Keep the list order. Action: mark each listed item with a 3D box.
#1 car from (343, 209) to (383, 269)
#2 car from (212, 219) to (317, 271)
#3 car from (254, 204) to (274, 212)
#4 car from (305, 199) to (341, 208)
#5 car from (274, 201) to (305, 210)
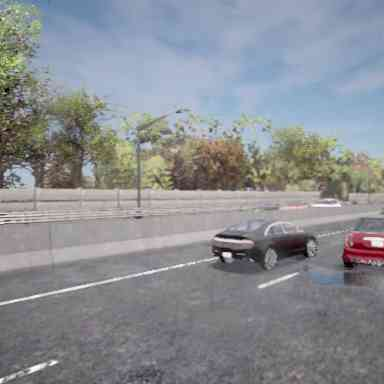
[{"bbox_3d":[6.740,1.500,10.954,2.097,1.767,4.553,-2,-2,44],"label":"car"},{"bbox_3d":[2.754,1.713,11.872,2.128,1.511,4.902,-2,-2,44],"label":"car"},{"bbox_3d":[10.225,2.328,44.909,2.128,1.511,4.902,-2,-2,44],"label":"car"},{"bbox_3d":[16.687,1.903,41.523,2.150,2.045,5.566,-2,-2,44],"label":"car"},{"bbox_3d":[13.052,2.104,42.801,2.097,1.767,4.553,-2,-2,44],"label":"car"}]
